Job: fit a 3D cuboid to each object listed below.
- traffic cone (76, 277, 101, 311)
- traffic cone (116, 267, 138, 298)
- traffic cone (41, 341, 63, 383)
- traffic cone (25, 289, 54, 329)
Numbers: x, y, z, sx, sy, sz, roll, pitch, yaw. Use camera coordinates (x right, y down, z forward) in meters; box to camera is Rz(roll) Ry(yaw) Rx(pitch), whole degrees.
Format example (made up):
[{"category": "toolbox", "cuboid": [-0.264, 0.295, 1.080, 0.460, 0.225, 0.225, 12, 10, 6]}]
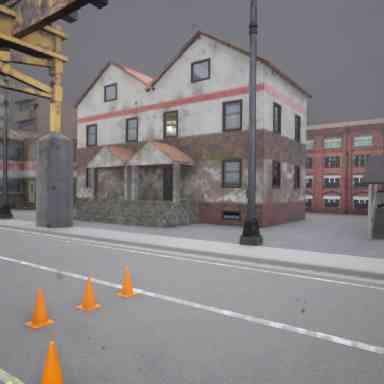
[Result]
[{"category": "traffic cone", "cuboid": [-2.004, 1.949, 6.471, 0.340, 0.580, 0.340, 0, 0, 36]}, {"category": "traffic cone", "cuboid": [-1.419, 1.949, 7.282, 0.340, 0.580, 0.340, 0, 0, 36]}, {"category": "traffic cone", "cuboid": [-1.552, 1.952, 3.679, 0.340, 0.580, 0.340, 0, 0, 36]}, {"category": "traffic cone", "cuboid": [-2.589, 1.949, 5.660, 0.340, 0.580, 0.340, 0, 0, 36]}]
